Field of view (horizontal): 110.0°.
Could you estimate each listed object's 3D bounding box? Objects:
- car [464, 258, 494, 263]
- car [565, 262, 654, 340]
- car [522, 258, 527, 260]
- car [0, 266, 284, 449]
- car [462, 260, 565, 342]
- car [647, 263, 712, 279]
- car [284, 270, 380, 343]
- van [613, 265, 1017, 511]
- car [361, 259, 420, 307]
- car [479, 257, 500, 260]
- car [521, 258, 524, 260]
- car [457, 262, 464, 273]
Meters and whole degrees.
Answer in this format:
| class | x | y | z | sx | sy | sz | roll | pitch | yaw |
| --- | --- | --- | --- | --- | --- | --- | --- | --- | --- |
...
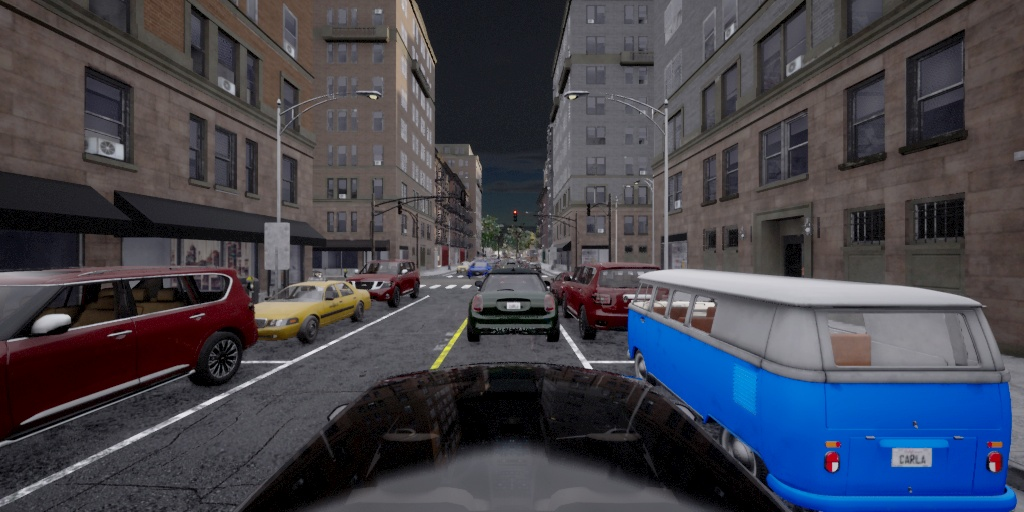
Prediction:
| class | x | y | z | sx | sy | sz | roll | pitch | yaw |
| --- | --- | --- | --- | --- | --- | --- | --- | --- | --- |
| car | -2.912 | 1.232 | 32.768 | 1.882 | 1.535 | 5.008 | 0 | 0 | 0 |
| car | 2.623 | 1.065 | 9.892 | 2.192 | 1.841 | 5.009 | 0 | 0 | 0 |
| car | 2.560 | 1.299 | 42.580 | 2.007 | 1.370 | 4.403 | 0 | 0 | 0 |
| car | -5.403 | 1.065 | 4.200 | 2.192 | 1.841 | 5.009 | 0 | 0 | 0 |
| car | 0.018 | 1.102 | 9.928 | 2.097 | 1.767 | 4.553 | 0 | 0 | 0 |
| car | 14.305 | 1.278 | 30.752 | 4.718 | 1.301 | 1.895 | 0 | 0 | -3 |
| car | -5.414 | 1.275 | 9.708 | 1.751 | 1.417 | 4.829 | 0 | 0 | 0 |
| van | 2.634 | 1.091 | 4.214 | 1.690 | 1.789 | 3.998 | 0 | 0 | 0 |
| car | -5.427 | 1.064 | 15.557 | 2.192 | 1.841 | 5.009 | 0 | 0 | 0 |
| car | -2.931 | 1.241 | 47.078 | 2.128 | 1.511 | 4.902 | 0 | 0 | 0 |
| car | 2.549 | 1.294 | 48.061 | 1.888 | 1.381 | 4.507 | 0 | 0 | 0 |
| car | -5.493 | 1.274 | 42.394 | 1.751 | 1.417 | 4.829 | 0 | 0 | 0 |
